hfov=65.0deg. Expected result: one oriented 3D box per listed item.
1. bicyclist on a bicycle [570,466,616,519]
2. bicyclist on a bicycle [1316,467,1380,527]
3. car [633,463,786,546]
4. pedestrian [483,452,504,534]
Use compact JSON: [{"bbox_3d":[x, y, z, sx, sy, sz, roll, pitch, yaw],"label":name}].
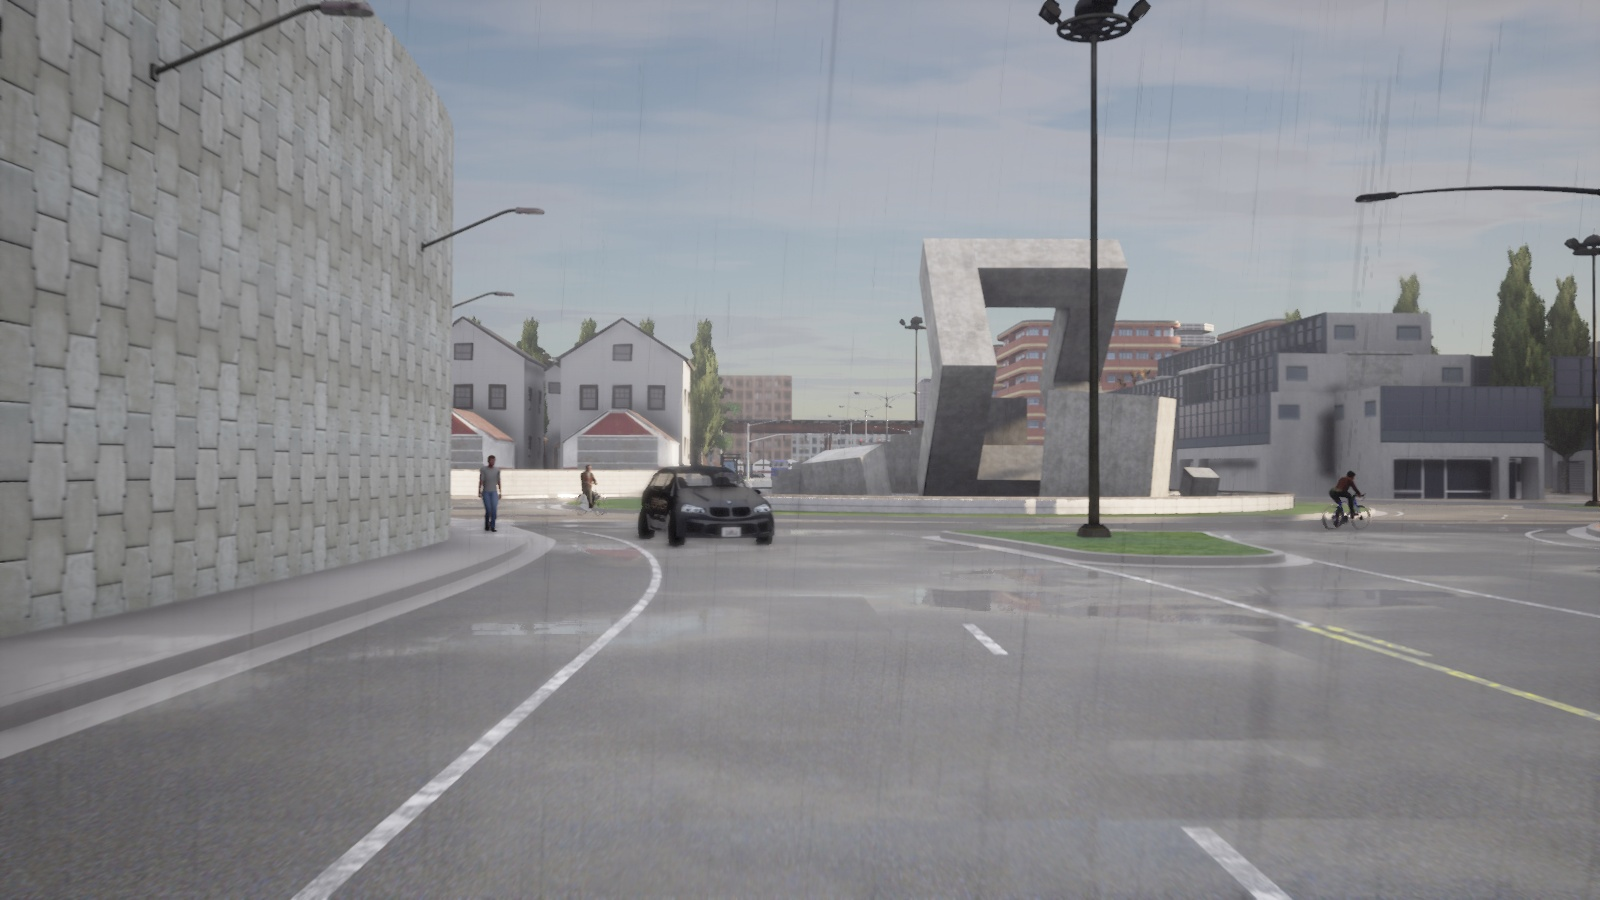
[{"bbox_3d":[-6.983,1.422,42.345,0.659,1.776,1.843,1,-2,-41],"label":"bicyclist on a bicycle"},{"bbox_3d":[15.081,1.285,34.545,1.656,1.620,0.582,0,-2,-20],"label":"bicyclist on a bicycle"},{"bbox_3d":[-2.099,1.130,27.616,2.242,1.667,4.611,0,-1,-19],"label":"car"},{"bbox_3d":[-7.015,0.979,28.759,0.354,1.836,0.706,0,-1,-24],"label":"pedestrian"}]
